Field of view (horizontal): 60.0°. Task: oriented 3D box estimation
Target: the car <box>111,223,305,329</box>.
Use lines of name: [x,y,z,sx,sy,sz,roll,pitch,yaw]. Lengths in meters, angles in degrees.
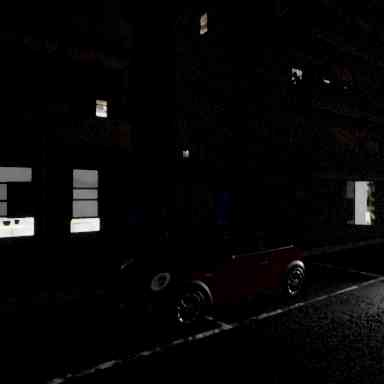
car: [0.426,1.439,6.864,4.097,1.590,1.967,0,0,-35]
